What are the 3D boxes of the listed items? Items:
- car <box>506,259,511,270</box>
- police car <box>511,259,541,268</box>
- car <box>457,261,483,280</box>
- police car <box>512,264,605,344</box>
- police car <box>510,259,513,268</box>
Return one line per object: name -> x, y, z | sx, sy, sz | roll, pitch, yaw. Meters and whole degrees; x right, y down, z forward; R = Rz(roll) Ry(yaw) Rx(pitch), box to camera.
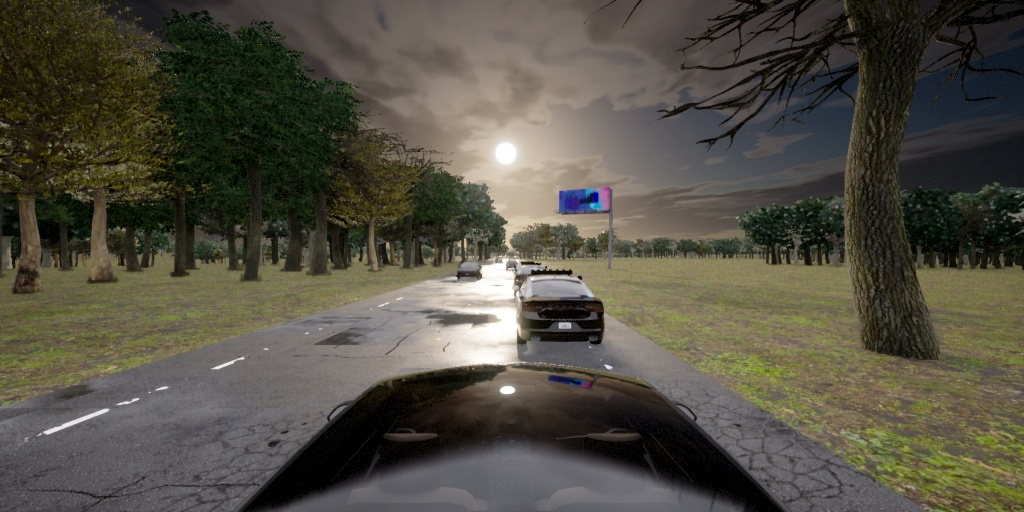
car -> 0.046, 1.348, 52.531 | 1.895, 1.301, 4.718 | 0, 0, 0
police car -> 1.045, 1.170, 19.682 | 1.930, 1.638, 5.238 | 0, 0, 0
car -> -3.606, 1.221, 31.290 | 1.882, 1.535, 5.008 | 0, 0, 0
police car -> 1.048, 1.173, 9.681 | 1.930, 1.638, 5.238 | 0, 0, 0
police car -> 1.044, 1.169, 25.683 | 1.930, 1.638, 5.238 | 0, 0, 0
